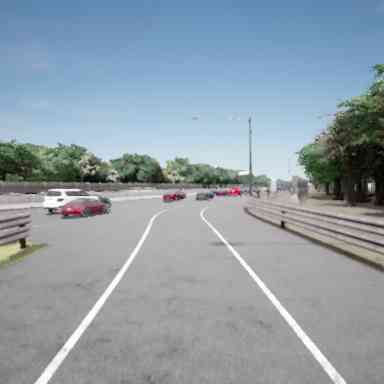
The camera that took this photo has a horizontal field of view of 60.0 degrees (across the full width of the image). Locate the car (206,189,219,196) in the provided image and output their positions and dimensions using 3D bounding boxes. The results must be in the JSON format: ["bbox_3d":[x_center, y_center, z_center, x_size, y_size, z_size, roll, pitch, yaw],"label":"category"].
[{"bbox_3d":[4.950,0.100,79.982,1.882,1.535,5.008,0,1,21],"label":"car"}]

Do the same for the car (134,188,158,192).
[{"bbox_3d":[-9.485,0.101,71.503,2.150,2.045,5.566,0,1,21],"label":"car"}]

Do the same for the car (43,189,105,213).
[{"bbox_3d":[-10.536,0.772,29.540,2.150,2.045,5.566,0,1,21],"label":"car"}]

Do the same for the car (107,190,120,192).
[{"bbox_3d":[-16.023,0.368,74.002,1.882,1.535,5.008,0,1,21],"label":"car"}]

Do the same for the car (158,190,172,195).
[{"bbox_3d":[-7.157,0.197,87.547,1.895,1.301,4.718,0,1,21],"label":"car"}]

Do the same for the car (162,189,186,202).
[{"bbox_3d":[-2.657,0.638,50.138,1.882,1.535,5.008,0,1,21],"label":"car"}]

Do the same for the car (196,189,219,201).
[{"bbox_3d":[2.128,0.569,52.857,2.128,1.511,4.902,0,1,21],"label":"car"}]

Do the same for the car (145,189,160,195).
[{"bbox_3d":[-10.422,0.086,88.807,1.882,1.535,5.008,0,1,21],"label":"car"}]

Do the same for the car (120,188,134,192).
[{"bbox_3d":[-12.760,0.108,72.736,2.150,2.045,5.566,0,1,21],"label":"car"}]

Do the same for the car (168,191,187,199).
[{"bbox_3d":[-2.594,0.527,60.108,1.812,1.442,4.674,0,1,21],"label":"car"}]

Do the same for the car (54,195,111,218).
[{"bbox_3d":[-8.188,1.156,25.876,1.994,1.385,4.181,0,1,21],"label":"car"}]

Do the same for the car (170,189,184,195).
[{"bbox_3d":[-3.871,0.094,86.340,1.837,1.490,4.892,0,1,21],"label":"car"}]

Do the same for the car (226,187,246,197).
[{"bbox_3d":[9.693,-0.076,72.740,2.150,2.045,5.566,0,1,21],"label":"car"}]

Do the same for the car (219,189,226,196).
[{"bbox_3d":[7.316,0.138,76.345,1.882,1.535,5.008,0,1,21],"label":"car"}]

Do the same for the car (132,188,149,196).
[{"bbox_3d":[-13.818,-0.154,89.724,2.150,2.045,5.566,0,1,21],"label":"car"}]
